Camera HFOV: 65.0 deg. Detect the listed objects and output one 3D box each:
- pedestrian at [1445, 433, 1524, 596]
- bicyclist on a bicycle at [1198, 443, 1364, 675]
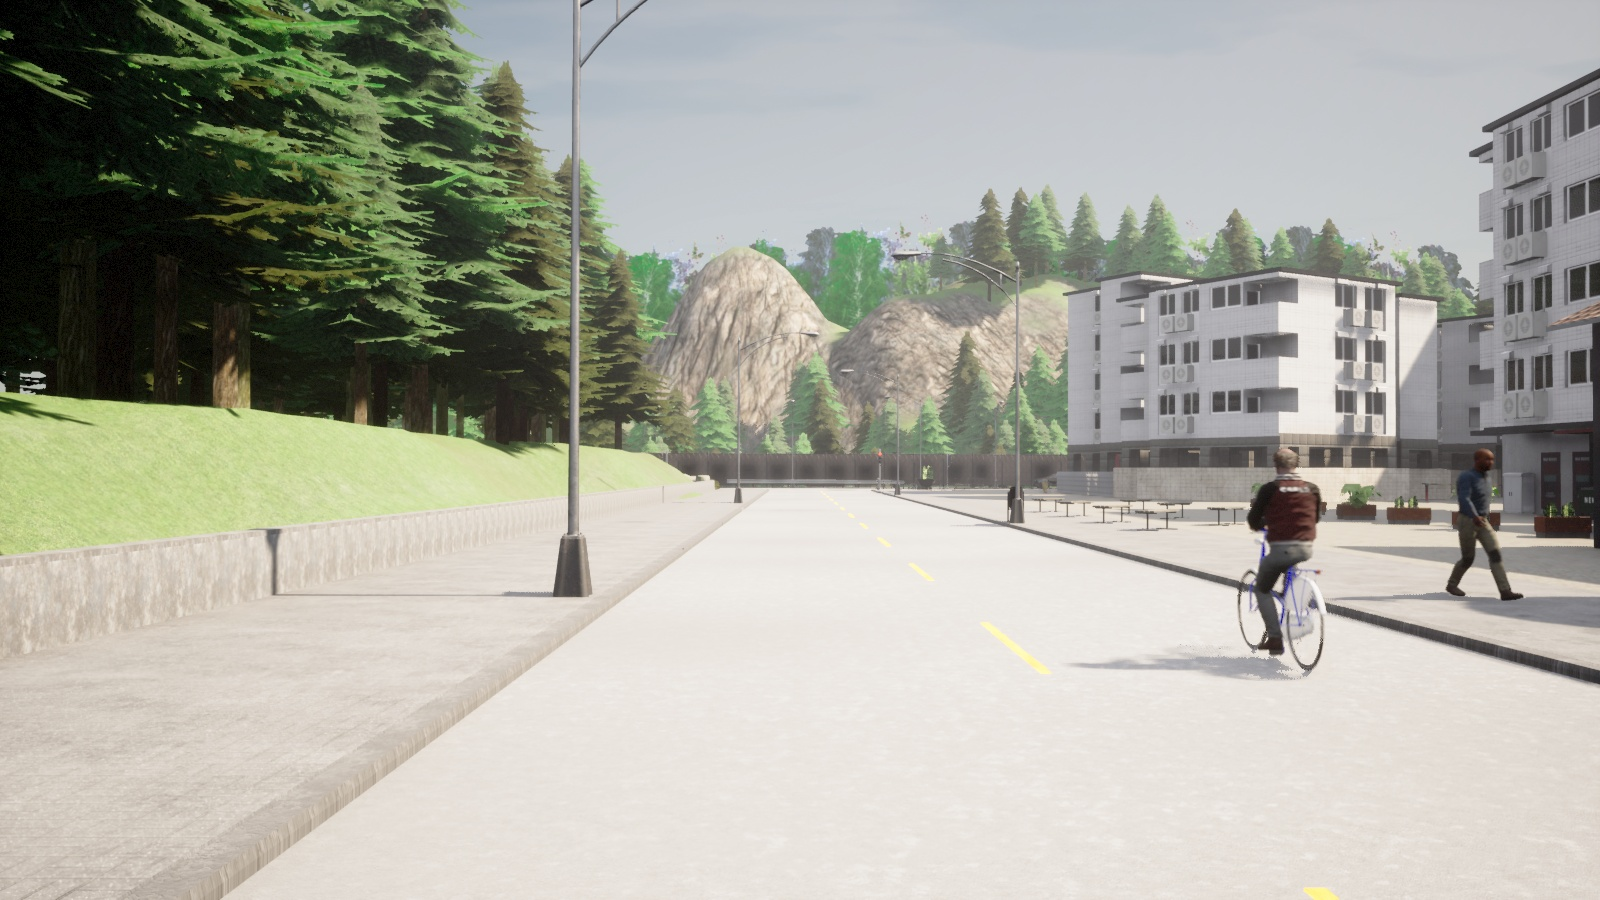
[{"bbox_3d":[7.911,0.731,14.533,0.370,1.835,0.726,0,-1,-19],"label":"pedestrian"},{"bbox_3d":[3.972,0.846,10.532,0.659,1.776,1.843,0,-1,0],"label":"bicyclist on a bicycle"}]
